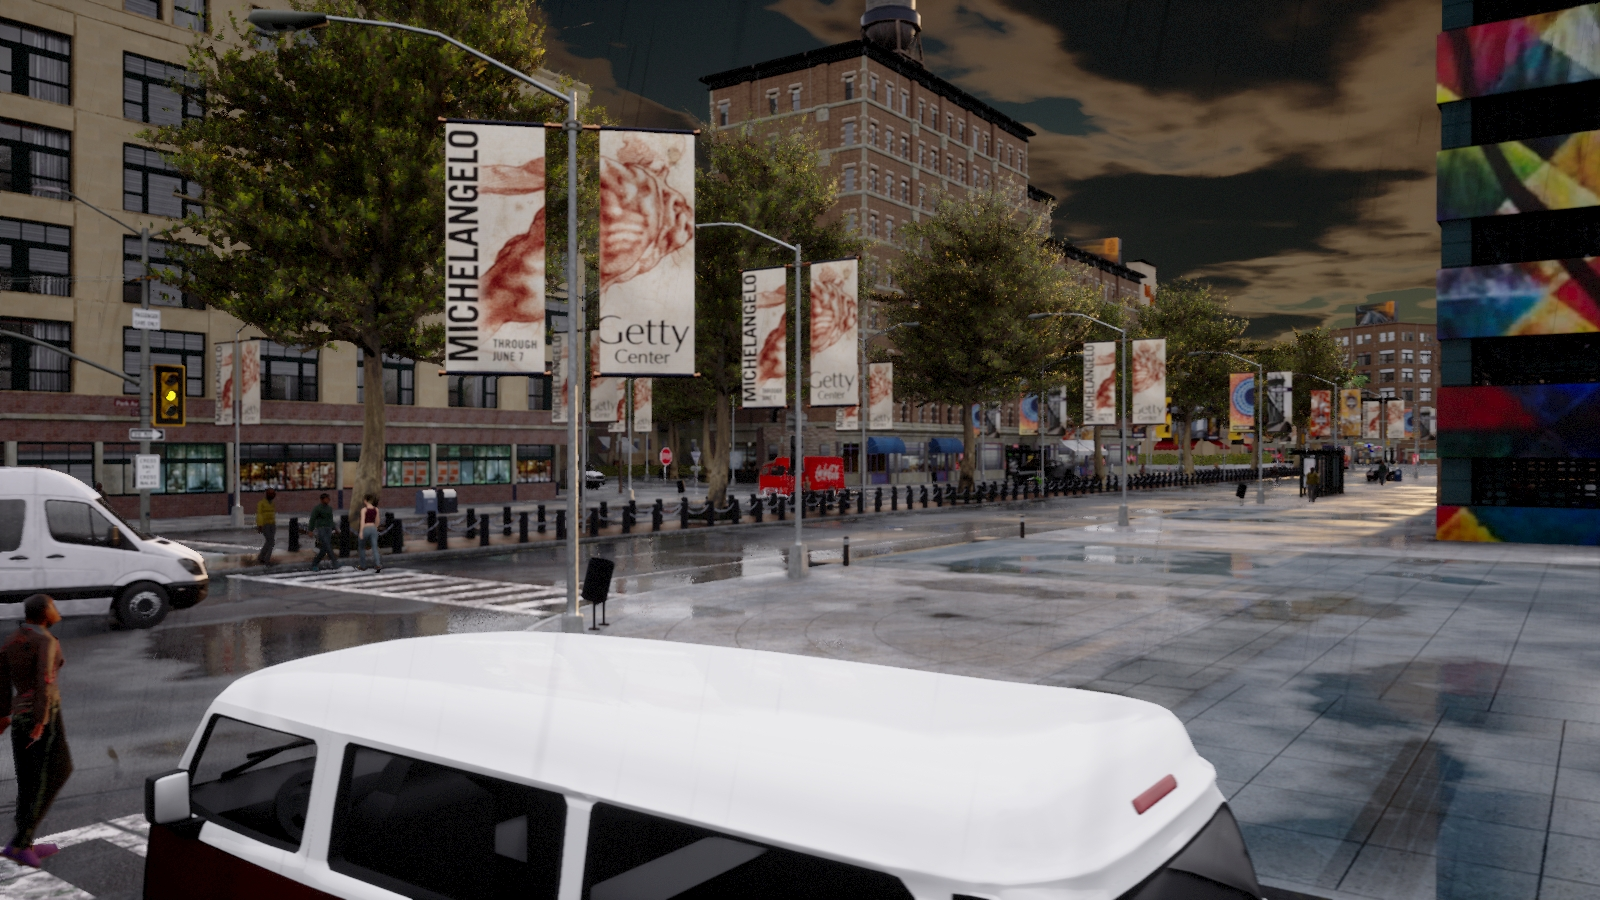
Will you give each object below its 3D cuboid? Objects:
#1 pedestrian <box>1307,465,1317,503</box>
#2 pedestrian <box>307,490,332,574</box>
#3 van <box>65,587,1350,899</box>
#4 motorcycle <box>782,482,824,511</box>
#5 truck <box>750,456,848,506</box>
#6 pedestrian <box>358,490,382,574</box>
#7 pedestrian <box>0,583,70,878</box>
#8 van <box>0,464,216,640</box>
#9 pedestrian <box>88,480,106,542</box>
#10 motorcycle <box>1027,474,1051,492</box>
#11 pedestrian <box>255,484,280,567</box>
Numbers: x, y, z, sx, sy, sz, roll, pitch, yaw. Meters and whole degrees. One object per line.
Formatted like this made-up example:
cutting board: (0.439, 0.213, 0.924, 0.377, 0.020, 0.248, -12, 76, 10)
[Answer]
pedestrian: (25.334, 1.700, 56.558, 0.375, 1.860, 0.375, 0, 0, 36)
pedestrian: (-10.925, 1.856, 25.979, 0.375, 1.860, 0.375, 0, 0, 24)
van: (-0.603, 1.784, 4.243, 4.480, 2.038, 2.069, 0, 0, 36)
motorcycle: (0.142, 2.179, 54.026, 0.764, 1.277, 2.356, 0, 0, 35)
truck: (-0.003, 1.578, 59.917, 2.627, 2.467, 5.204, 0, 0, 35)
pedestrian: (-9.785, 1.856, 26.011, 0.375, 1.860, 0.375, 0, 0, 44)
pedestrian: (-5.210, 1.852, 7.666, 0.375, 1.860, 0.375, 0, 0, 22)
van: (-12.502, 1.541, 17.766, 5.915, 2.561, 1.988, 0, 0, -33)
pedestrian: (-21.433, 1.860, 34.833, 0.375, 1.860, 0.375, 0, 0, 40)
motorcycle: (16.071, 2.222, 76.780, 0.803, 1.145, 2.033, 0, 0, 35)
pedestrian: (-12.231, 1.724, 26.251, 0.375, 1.860, 0.375, 0, 0, 23)
